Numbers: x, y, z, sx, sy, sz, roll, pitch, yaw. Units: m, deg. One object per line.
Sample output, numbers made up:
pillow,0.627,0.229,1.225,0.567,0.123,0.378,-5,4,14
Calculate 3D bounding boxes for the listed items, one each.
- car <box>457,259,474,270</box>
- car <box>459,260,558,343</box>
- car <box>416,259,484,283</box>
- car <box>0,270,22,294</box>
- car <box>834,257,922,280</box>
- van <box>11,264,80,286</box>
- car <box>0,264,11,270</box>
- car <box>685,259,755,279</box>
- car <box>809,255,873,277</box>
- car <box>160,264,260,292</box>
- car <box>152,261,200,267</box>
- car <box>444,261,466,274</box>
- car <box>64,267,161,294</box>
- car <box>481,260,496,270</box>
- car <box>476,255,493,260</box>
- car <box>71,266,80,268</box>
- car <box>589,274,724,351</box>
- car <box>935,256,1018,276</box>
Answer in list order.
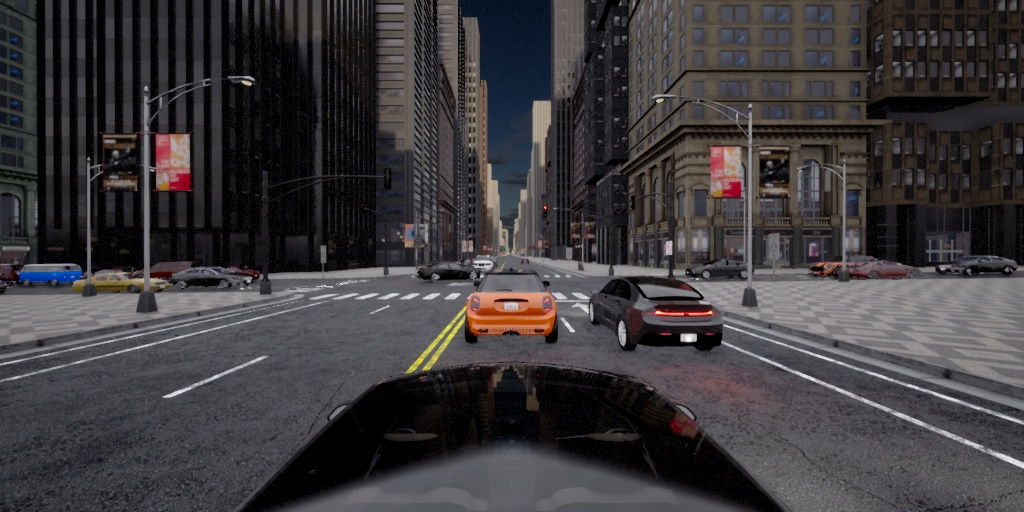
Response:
car,-6.723,1.226,52.547,1.837,1.490,4.892,0,0,0
car,-0.008,1.101,9.858,2.097,1.767,4.553,0,0,0
car,-4.905,1.217,27.956,5.008,1.535,1.882,0,0,-31
car,-33.825,1.751,22.035,4.403,1.370,2.007,0,0,0
car,25.419,0.951,24.750,4.181,1.385,1.994,-1,0,0
van,-39.307,1.578,30.578,3.998,1.789,1.690,0,0,0
car,-44.394,1.621,30.583,5.009,1.841,2.192,0,0,0
car,16.121,1.003,27.941,4.892,1.490,1.837,-1,0,0
car,25.949,0.719,27.946,4.553,1.767,2.097,-1,0,0
car,-20.576,1.499,24.695,4.902,1.511,2.128,-1,0,0
car,-29.133,1.414,30.570,5.009,1.841,2.192,0,0,0
car,-6.703,1.295,42.409,1.994,1.385,4.181,0,0,0
car,-23.884,1.592,22.038,4.829,1.417,1.751,0,0,0
car,-3.465,1.284,53.224,1.994,1.385,4.181,0,0,1
car,-3.456,0.951,43.252,2.150,2.045,5.566,0,0,0
car,-34.220,1.751,30.574,4.207,1.307,1.802,0,0,0
car,3.234,1.254,8.998,1.837,1.490,4.892,0,0,0
car,36.085,0.723,27.949,4.902,1.511,2.128,-1,0,0
